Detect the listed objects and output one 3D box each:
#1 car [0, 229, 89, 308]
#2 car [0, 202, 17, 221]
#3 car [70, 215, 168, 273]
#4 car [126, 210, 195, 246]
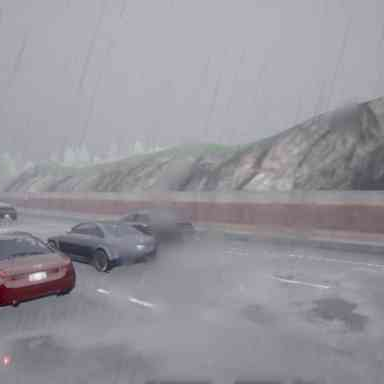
[{"bbox_3d":[-4.524,1.597,7.654,4.181,1.385,1.994,0,0,39],"label":"car"},{"bbox_3d":[-16.166,1.619,27.640,4.892,1.490,1.837,0,0,43],"label":"car"},{"bbox_3d":[-3.069,1.614,10.974,4.181,1.385,1.994,0,0,39],"label":"car"},{"bbox_3d":[-2.093,1.574,14.705,4.892,1.490,1.837,0,0,40],"label":"car"}]
